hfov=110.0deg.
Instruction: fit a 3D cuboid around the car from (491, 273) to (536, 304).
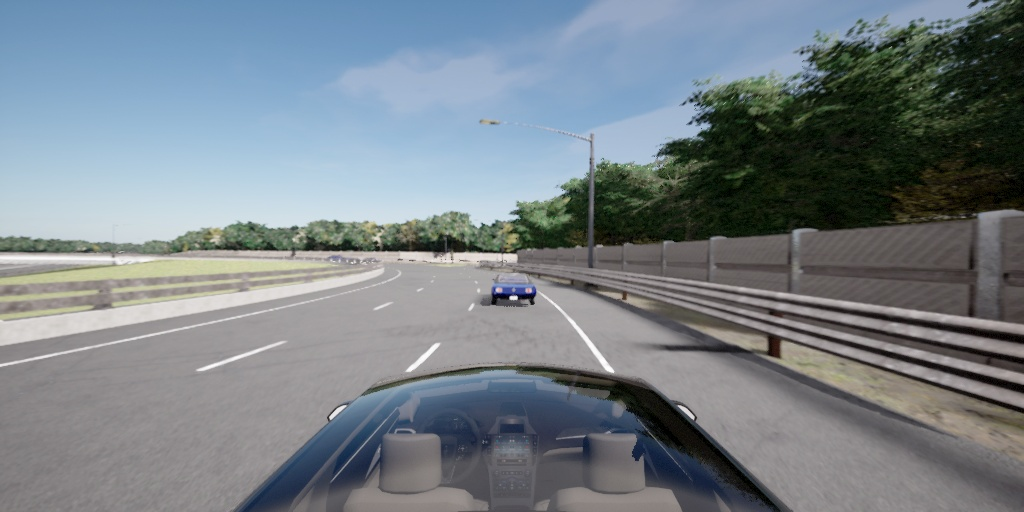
[{"bbox_3d":[-0.009,1.437,16.811,1.895,1.301,4.718,1,0,-2],"label":"car"}]
